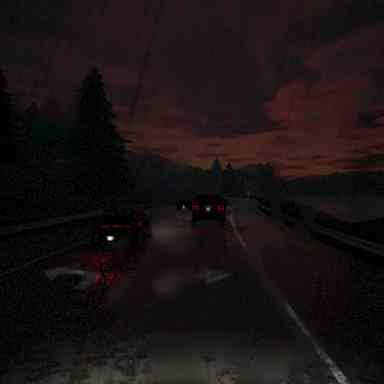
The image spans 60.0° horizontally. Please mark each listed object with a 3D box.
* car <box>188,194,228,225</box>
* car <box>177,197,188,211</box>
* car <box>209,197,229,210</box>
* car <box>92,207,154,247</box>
[{"bbox_3d":[1.228,1.138,23.256,2.150,2.045,5.566,0,0,5],"label":"car"},{"bbox_3d":[-0.545,1.361,38.381,1.837,1.490,4.892,0,0,8],"label":"car"},{"bbox_3d":[3.398,1.397,41.225,2.033,1.411,5.357,0,0,9],"label":"car"},{"bbox_3d":[-2.895,1.447,14.741,1.837,1.490,4.892,0,0,3],"label":"car"}]
